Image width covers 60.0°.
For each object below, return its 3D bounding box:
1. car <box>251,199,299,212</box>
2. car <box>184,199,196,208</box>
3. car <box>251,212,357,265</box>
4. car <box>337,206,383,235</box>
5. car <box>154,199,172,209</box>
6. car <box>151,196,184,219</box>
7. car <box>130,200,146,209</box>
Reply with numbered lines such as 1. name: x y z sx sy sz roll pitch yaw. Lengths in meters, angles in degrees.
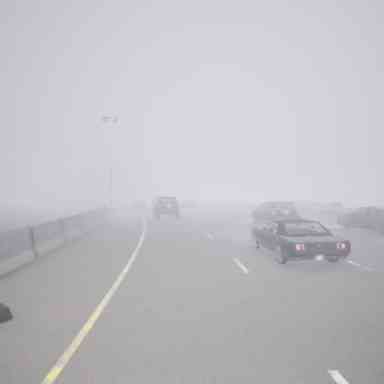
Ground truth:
1. car: 5.645 1.372 23.043 2.097 1.767 4.553 -1 0 -8
2. car: -0.801 1.825 52.532 1.994 1.385 4.181 -1 0 -18
3. car: 3.476 1.602 11.718 1.895 1.301 4.718 -1 0 -4
4. car: 10.066 1.475 18.144 2.033 1.411 5.357 -1 0 -8
5. car: -4.738 1.854 53.528 1.812 1.442 4.674 0 0 -19
6. car: -2.606 1.415 31.984 2.150 2.045 5.566 0 0 -12
7. car: -8.923 1.965 54.887 1.994 1.385 4.181 -1 0 -20
